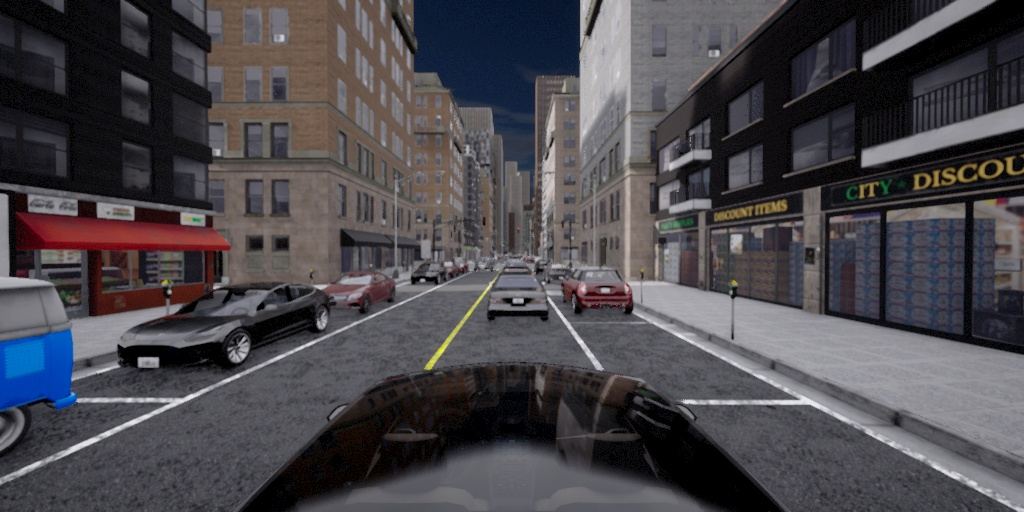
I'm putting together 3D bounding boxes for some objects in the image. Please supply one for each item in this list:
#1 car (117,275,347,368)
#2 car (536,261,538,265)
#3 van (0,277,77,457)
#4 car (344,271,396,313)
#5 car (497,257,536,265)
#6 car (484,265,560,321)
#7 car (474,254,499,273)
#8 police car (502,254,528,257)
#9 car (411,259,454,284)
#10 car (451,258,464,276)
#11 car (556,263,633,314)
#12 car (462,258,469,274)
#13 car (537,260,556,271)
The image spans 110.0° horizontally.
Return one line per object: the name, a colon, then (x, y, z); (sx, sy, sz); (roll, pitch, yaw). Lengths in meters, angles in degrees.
car: (-5.626, 1.260, 7.751); (1.948, 1.339, 4.313); (0, 0, 0)
car: (3.137, 1.008, 35.181); (1.948, 1.339, 4.313); (0, 0, 0)
van: (-5.673, 1.086, 2.250); (1.690, 1.789, 3.998); (0, 0, 0)
car: (-5.578, 1.225, 13.252); (1.802, 1.307, 4.207); (0, 0, 0)
car: (0.284, 1.034, 24.183); (2.128, 1.511, 4.902); (0, 1, 1)
car: (0.180, 1.203, 11.937); (2.033, 1.411, 5.357); (0, 1, 0)
car: (-2.714, 0.767, 35.997); (2.128, 1.511, 4.902); (0, 1, 0)
police car: (0.270, 0.877, 34.202); (1.930, 1.638, 5.238); (0, 1, 1)
car: (-5.483, 1.108, 24.253); (1.948, 1.339, 4.313); (0, 0, 0)
car: (-5.436, 1.074, 29.754); (1.802, 1.307, 4.207); (0, 0, 0)
car: (2.947, 1.083, 13.178); (1.967, 1.591, 4.097); (0, 0, 0)
car: (-5.388, 0.883, 35.255); (1.967, 1.591, 4.097); (0, 0, 0)
car: (3.042, 1.093, 24.180); (2.007, 1.370, 4.403); (0, 0, 0)
